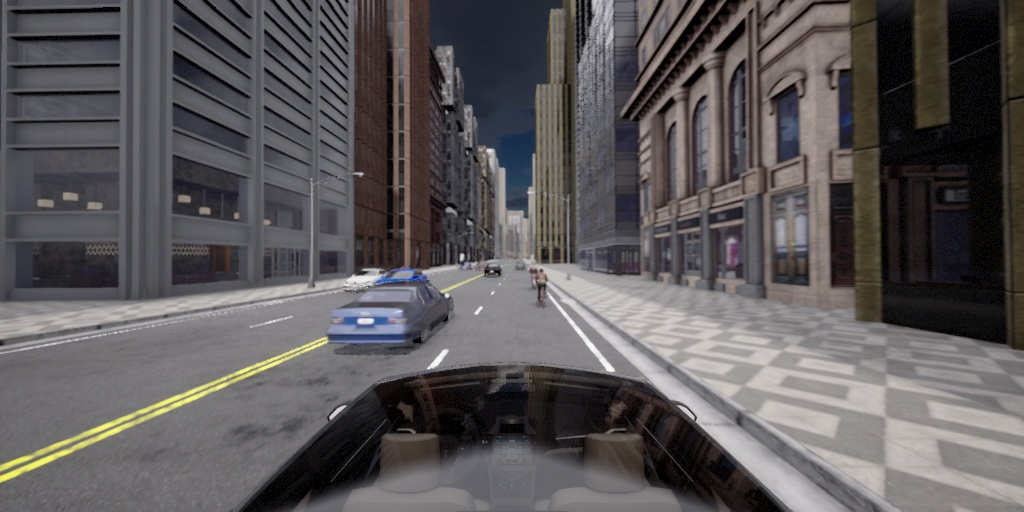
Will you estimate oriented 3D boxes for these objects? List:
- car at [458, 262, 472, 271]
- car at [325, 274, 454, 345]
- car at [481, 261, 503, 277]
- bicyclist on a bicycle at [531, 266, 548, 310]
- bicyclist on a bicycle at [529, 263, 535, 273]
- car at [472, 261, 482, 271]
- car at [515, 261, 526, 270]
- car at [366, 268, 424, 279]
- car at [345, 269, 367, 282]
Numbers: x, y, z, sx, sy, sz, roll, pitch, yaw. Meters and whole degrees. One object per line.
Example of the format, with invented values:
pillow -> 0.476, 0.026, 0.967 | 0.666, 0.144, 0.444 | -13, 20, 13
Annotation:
car -> -8.340, 1.860, 64.912 | 1.812, 1.442, 4.674 | 0, 0, 2
car -> -2.933, 1.408, 9.840 | 2.033, 1.411, 5.357 | 0, -1, 1
car -> -2.199, 1.625, 42.639 | 1.882, 1.535, 5.008 | 0, 0, 1
bicyclist on a bicycle -> 1.223, 1.340, 14.748 | 0.582, 1.620, 1.656 | 0, -1, 1
bicyclist on a bicycle -> 1.421, 1.338, 23.575 | 0.659, 1.776, 1.843 | 0, 0, 1
car -> -5.173, 1.652, 62.053 | 2.097, 1.767, 4.553 | 0, 0, 2
car -> 1.537, 1.766, 64.807 | 2.128, 1.511, 4.902 | 0, 0, 1
car -> -6.148, 1.462, 20.349 | 1.882, 1.535, 5.008 | 0, -1, 1
car -> -9.323, 1.559, 23.705 | 1.812, 1.442, 4.674 | 0, -1, 1
